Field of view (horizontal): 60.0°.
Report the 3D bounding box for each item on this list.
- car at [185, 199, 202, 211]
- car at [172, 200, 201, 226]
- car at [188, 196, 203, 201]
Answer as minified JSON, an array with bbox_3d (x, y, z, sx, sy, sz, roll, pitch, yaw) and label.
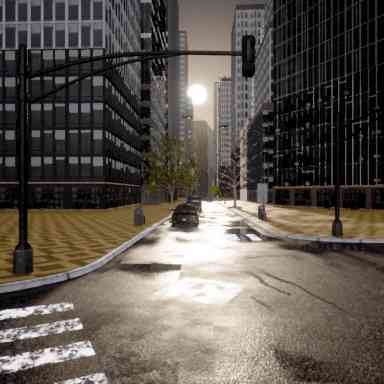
[{"bbox_3d":[-0.089,1.777,35.633,1.812,1.442,4.674,0,0,2],"label":"car"},{"bbox_3d":[-0.447,1.654,25.419,1.882,1.535,5.008,0,0,2],"label":"car"},{"bbox_3d":[0.281,1.554,46.286,2.150,2.045,5.566,0,0,2],"label":"car"}]
